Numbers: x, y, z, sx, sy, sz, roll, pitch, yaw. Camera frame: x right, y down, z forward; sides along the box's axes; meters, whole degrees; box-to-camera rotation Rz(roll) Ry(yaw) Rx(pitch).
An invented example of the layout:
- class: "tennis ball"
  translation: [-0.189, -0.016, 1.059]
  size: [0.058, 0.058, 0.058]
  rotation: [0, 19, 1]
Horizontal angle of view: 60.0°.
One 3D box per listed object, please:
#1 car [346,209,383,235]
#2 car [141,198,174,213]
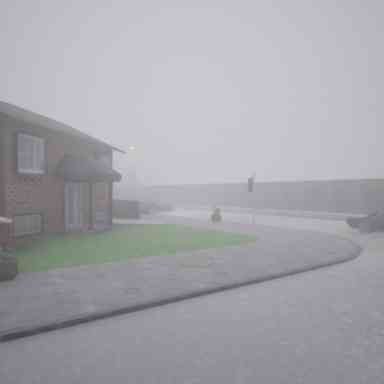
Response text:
- class: "car"
  translation: [10.217, 1.529, 16.164]
  size: [1.895, 1.301, 4.718]
  rotation: [0, 0, -35]
- class: "car"
  translation: [-3.830, 1.418, 35.912]
  size: [1.837, 1.490, 4.892]
  rotation: [0, 0, -35]
